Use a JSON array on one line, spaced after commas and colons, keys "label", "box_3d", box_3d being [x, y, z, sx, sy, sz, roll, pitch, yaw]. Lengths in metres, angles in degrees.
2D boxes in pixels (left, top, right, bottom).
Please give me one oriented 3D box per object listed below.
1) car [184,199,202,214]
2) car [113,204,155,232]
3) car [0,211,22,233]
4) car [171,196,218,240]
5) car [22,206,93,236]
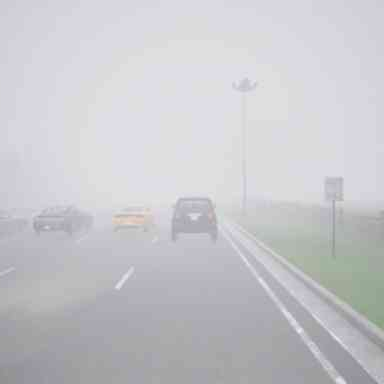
[{"label": "car", "box_3d": [0.106, 1.500, 35.916, 1.837, 1.490, 4.892, 0, 0, 0]}, {"label": "car", "box_3d": [-3.396, 1.475, 20.093, 1.882, 1.535, 5.008, 0, 0, 0]}, {"label": "car", "box_3d": [-10.397, 1.599, 17.289, 1.895, 1.301, 4.718, 0, 0, 0]}, {"label": "car", "box_3d": [0.103, 1.219, 17.030, 2.150, 2.045, 5.566, 0, 0, 0]}, {"label": "car", "box_3d": [-6.897, 1.489, 18.267, 2.128, 1.511, 4.902, 0, 0, 0]}]
